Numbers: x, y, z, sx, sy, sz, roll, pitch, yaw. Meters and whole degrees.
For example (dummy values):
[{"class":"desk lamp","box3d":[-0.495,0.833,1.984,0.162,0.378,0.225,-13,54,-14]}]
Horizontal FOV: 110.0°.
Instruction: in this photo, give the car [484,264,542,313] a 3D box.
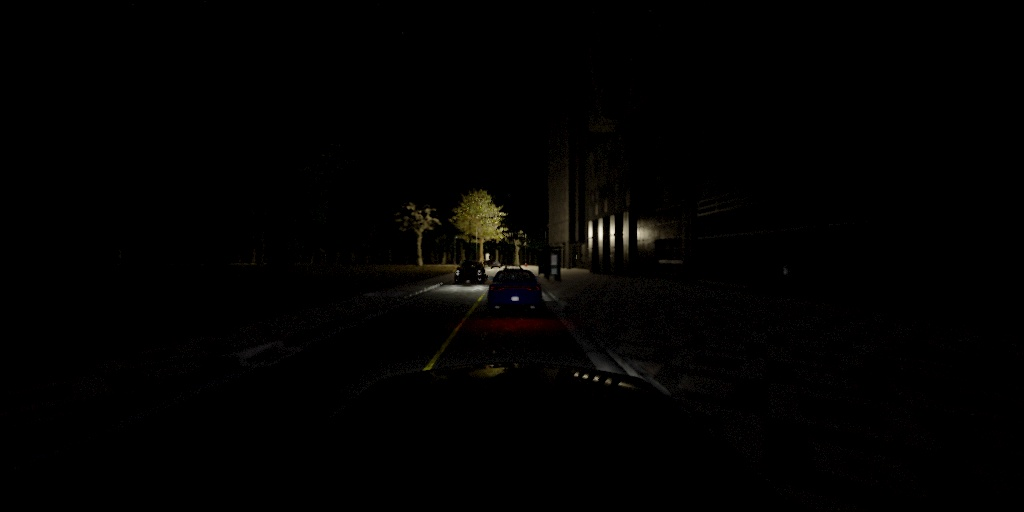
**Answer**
[{"class":"car","box3d":[0.098,1.246,14.155,1.882,1.535,5.008,0,0,0]}]

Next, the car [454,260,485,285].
[{"class":"car","box3d":[-3.104,1.216,27.424,2.097,1.767,4.553,0,-1,0]}]

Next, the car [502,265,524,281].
[{"class":"car","box3d":[0.094,1.521,33.433,1.895,1.301,4.718,0,-1,0]}]
